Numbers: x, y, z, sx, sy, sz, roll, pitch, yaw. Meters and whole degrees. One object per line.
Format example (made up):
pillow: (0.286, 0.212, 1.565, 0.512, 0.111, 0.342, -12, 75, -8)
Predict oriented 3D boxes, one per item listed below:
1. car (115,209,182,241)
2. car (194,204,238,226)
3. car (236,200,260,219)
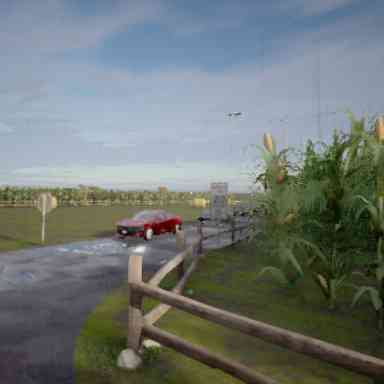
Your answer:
car: (-2.332, 1.764, 18.889, 1.882, 1.535, 5.008, 1, -1, 25)
car: (1.960, 2.045, 28.327, 2.033, 1.411, 5.357, 1, -1, 23)
car: (6.391, 1.938, 38.541, 2.150, 2.045, 5.566, 1, 0, 23)
